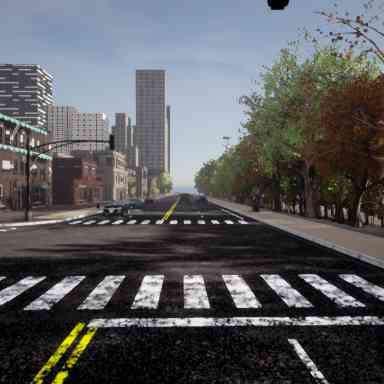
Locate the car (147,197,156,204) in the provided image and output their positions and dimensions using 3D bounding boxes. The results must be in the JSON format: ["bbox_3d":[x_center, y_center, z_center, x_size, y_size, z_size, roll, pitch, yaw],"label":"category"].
[{"bbox_3d":[-8.003,1.577,63.298,1.895,1.301,4.718,0,0,-1],"label":"car"}]

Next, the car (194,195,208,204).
[{"bbox_3d":[1.891,1.454,62.864,1.882,1.535,5.008,0,0,-1],"label":"car"}]

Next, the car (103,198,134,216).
[{"bbox_3d":[-7.350,1.481,32.609,2.128,1.511,4.902,0,0,-1],"label":"car"}]

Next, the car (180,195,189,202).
[{"bbox_3d":[-1.703,1.448,74.225,1.882,1.535,5.008,0,0,-1],"label":"car"}]

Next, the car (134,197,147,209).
[{"bbox_3d":[-7.625,1.532,44.099,2.033,1.411,5.357,0,0,-1],"label":"car"}]

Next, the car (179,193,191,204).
[{"bbox_3d":[-1.376,1.197,63.643,2.150,2.045,5.566,0,0,-1],"label":"car"}]

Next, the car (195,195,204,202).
[{"bbox_3d":[1.555,1.471,72.970,1.837,1.490,4.892,0,0,-1],"label":"car"}]
